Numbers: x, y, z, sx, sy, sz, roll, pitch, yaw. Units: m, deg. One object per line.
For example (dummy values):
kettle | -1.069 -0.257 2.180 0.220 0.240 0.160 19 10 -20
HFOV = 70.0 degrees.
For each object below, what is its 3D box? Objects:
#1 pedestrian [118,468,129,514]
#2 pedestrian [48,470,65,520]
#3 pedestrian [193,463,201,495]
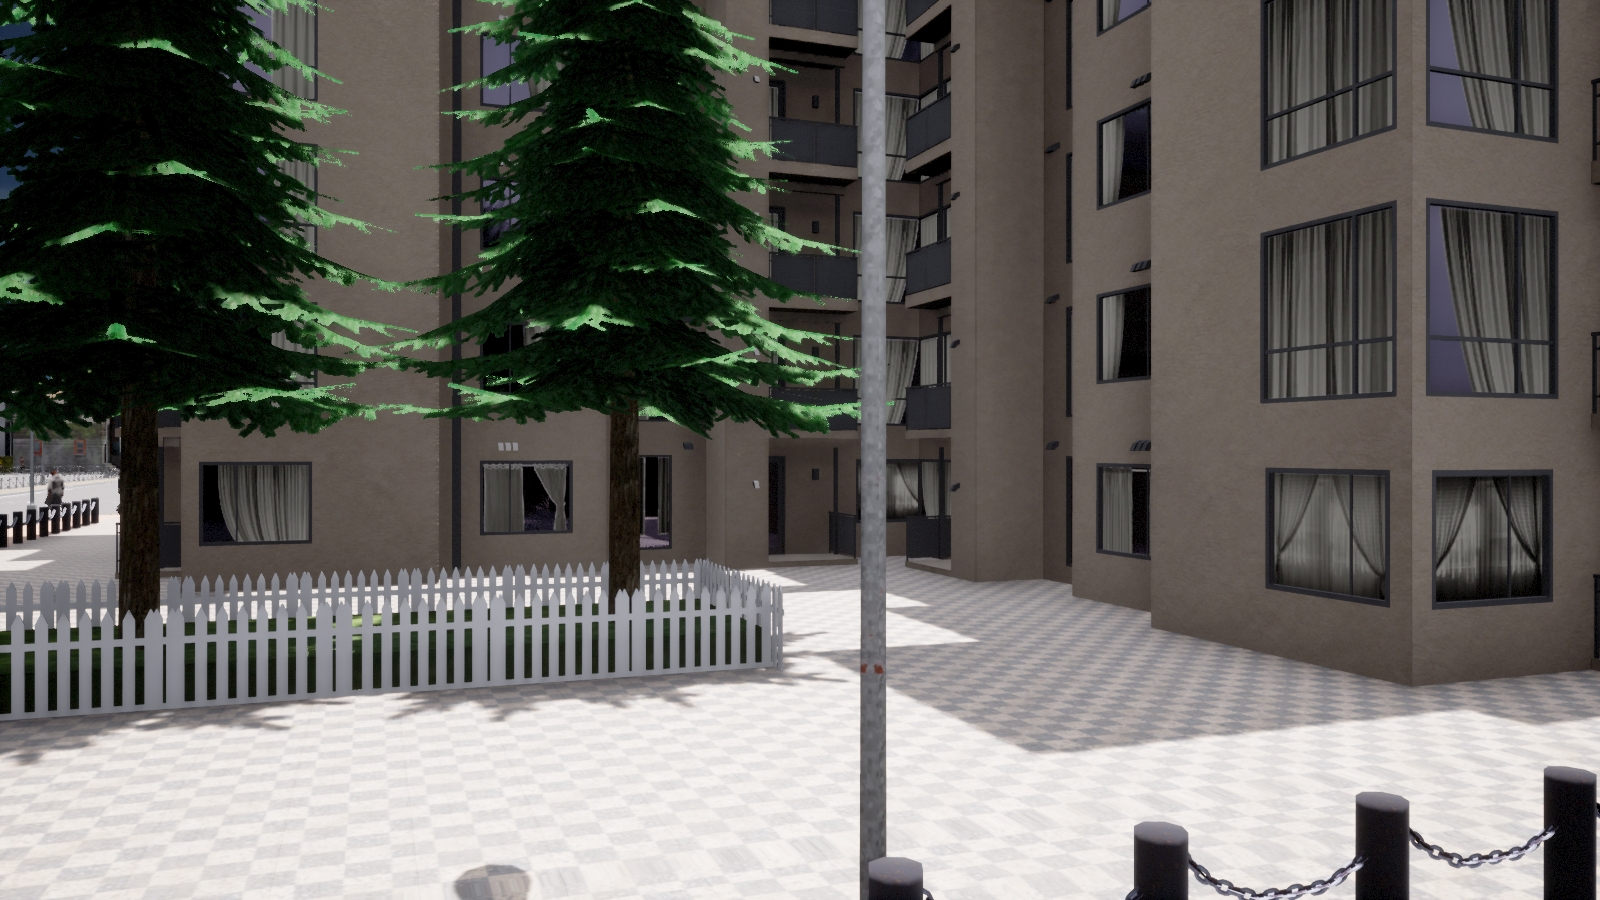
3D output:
pedestrian | -27.531 1.671 46.501 0.375 1.860 0.375 0 0 -36
pedestrian | -27.744 1.670 42.625 0.375 1.860 0.375 0 0 23
pedestrian | -34.839 1.670 66.046 0.375 1.860 0.375 0 0 -25
